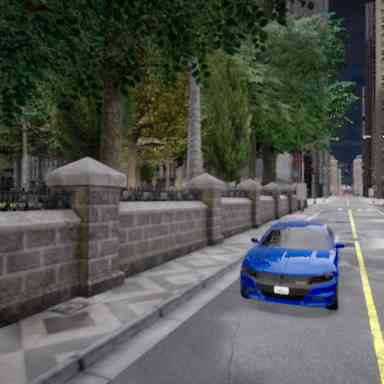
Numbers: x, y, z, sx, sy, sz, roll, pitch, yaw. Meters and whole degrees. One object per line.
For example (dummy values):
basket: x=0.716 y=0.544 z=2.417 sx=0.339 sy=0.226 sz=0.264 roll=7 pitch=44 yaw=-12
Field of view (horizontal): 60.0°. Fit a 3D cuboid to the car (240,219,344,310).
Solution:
car: x=2.646 y=1.488 z=8.230 sx=1.882 sy=1.535 sz=5.008 roll=0 pitch=0 yaw=25
